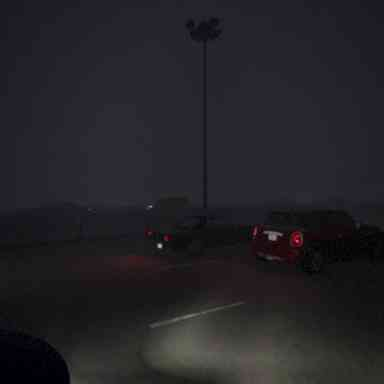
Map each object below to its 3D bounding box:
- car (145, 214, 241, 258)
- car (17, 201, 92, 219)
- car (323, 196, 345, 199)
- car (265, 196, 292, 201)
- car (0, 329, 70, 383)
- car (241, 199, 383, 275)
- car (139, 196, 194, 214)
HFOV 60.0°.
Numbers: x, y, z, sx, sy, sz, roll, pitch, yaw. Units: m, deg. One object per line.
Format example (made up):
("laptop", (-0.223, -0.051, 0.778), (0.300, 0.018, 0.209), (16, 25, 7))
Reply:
("car", (0.776, 1.524, 12.491), (4.718, 1.301, 1.895), (-1, 0, -32))
("car", (-10.697, 1.451, 26.177), (5.357, 1.411, 2.033), (0, 0, -33))
("car", (13.828, 1.213, 32.897), (5.008, 1.535, 1.882), (0, 0, -31))
("car", (11.381, 1.250, 43.654), (4.181, 1.385, 1.994), (0, 0, -30))
("car", (-3.122, 1.486, 1.430), (5.008, 1.535, 1.882), (0, 0, -36))
("car", (4.037, 1.270, 10.371), (4.553, 1.767, 2.097), (-1, 0, -32))
("car", (-2.092, 1.203, 27.429), (4.553, 1.767, 2.097), (-1, 0, -31))
